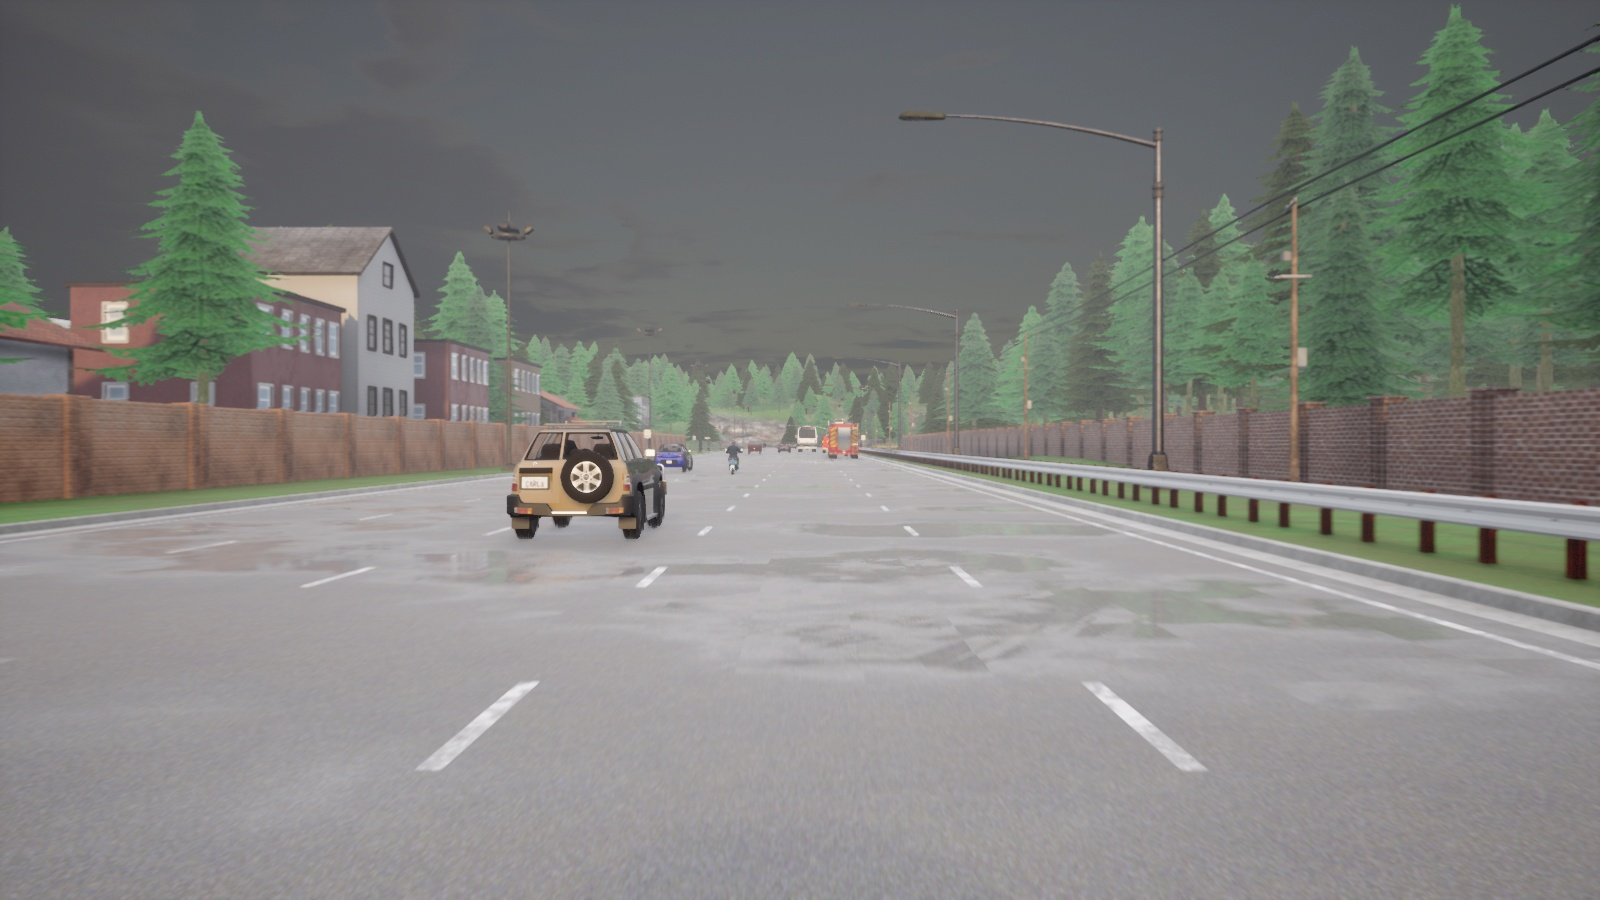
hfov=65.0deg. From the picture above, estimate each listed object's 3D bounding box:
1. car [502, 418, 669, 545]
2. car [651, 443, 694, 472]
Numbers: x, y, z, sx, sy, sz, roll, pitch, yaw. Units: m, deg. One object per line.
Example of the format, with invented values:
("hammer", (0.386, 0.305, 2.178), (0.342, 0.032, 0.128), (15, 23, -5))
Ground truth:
("car", (-3.368, 0.446, 20.592), (1.932, 1.855, 4.605), (0, 0, 0))
("car", (-6.612, 0.389, 65.642), (1.816, 1.474, 4.193), (0, 0, 0))
